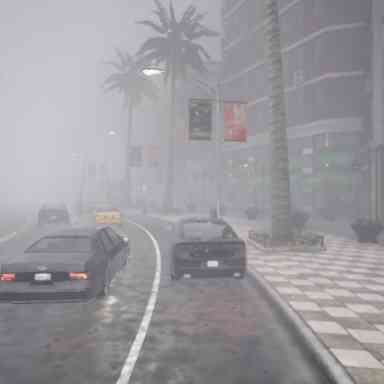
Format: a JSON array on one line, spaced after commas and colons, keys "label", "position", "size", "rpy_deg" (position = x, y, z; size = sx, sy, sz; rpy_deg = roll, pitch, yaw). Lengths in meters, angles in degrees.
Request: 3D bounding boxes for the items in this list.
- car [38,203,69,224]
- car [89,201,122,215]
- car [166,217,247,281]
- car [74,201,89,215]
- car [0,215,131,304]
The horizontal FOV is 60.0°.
[{"label": "car", "position": [-9.822, 1.514, 23.673], "size": [1.882, 1.535, 5.008], "rpy_deg": [0, 0, -22]}, {"label": "car", "position": [-5.791, 1.484, 22.450], "size": [1.801, 1.575, 5.366], "rpy_deg": [0, 0, -18]}, {"label": "car", "position": [0.266, 1.483, 10.020], "size": [1.882, 1.535, 5.008], "rpy_deg": [0, 0, -5]}, {"label": "car", "position": [-10.584, 1.593, 33.336], "size": [2.033, 1.411, 5.357], "rpy_deg": [0, 0, -27]}, {"label": "car", "position": [-2.786, 1.559, 8.426], "size": [2.033, 1.411, 5.357], "rpy_deg": [0, 0, -3]}]
